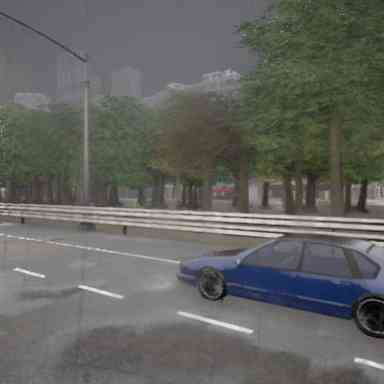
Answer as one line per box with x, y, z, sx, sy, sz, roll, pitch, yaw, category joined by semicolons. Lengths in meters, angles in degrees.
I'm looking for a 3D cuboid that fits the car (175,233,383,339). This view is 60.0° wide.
2.243;1.547;6.567;5.357;1.411;2.033;0;0;36;car
